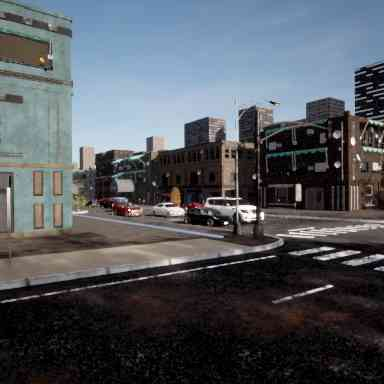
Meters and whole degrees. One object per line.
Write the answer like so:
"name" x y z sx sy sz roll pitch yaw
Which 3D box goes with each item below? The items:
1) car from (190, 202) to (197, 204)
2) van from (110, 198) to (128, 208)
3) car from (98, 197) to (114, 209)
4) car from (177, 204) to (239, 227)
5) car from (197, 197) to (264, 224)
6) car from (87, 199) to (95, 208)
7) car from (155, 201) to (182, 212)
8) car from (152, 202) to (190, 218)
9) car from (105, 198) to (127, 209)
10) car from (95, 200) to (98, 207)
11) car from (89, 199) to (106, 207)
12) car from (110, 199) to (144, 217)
"car" -0.070 1.904 41.133 1.802 1.307 4.206 -2 0 -36
"van" -12.951 1.907 59.143 1.690 1.788 3.998 -1 0 -36
"car" -13.421 2.066 55.370 1.837 1.490 4.892 -1 0 -36
"car" 1.085 1.814 24.898 1.947 1.339 4.313 -2 0 -36
"car" 3.165 1.445 26.662 2.150 2.045 5.566 -1 0 -35
"car" -19.196 2.159 63.450 2.128 1.511 4.902 -1 0 -36
"car" -3.288 1.966 45.635 1.802 1.307 4.206 -2 0 -36
"car" -2.537 1.862 34.646 1.812 1.442 4.674 -1 0 -35
"car" -9.313 1.945 44.149 1.882 1.535 5.008 -1 0 -35
"car" -16.171 1.940 63.646 2.192 1.841 5.009 -1 0 -36
"car" -19.384 2.228 68.149 1.887 1.381 4.507 -1 0 -36
"car" -6.889 1.846 36.257 1.967 1.590 4.097 -1 0 -36
